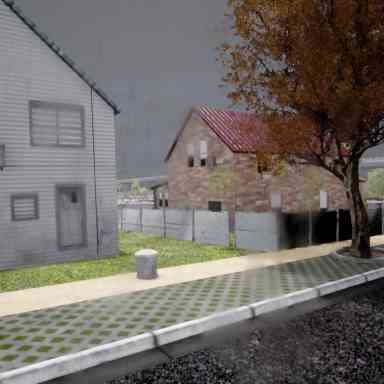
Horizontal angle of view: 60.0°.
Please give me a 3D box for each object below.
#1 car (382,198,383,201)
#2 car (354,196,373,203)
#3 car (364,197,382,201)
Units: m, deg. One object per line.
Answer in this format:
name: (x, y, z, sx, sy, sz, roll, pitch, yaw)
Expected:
car: (35.242, 1.746, 64.825, 1.812, 1.442, 4.674, -2, 0, 0)
car: (38.578, 1.680, 74.973, 1.895, 1.301, 4.718, -2, 0, 0)
car: (31.947, 1.652, 60.747, 2.097, 1.767, 4.553, -2, 0, 1)
